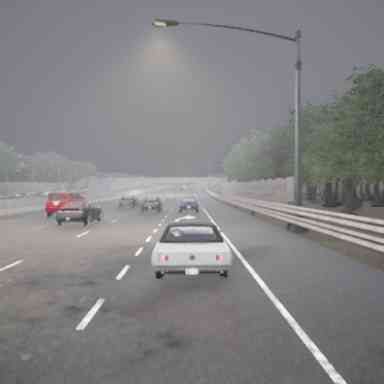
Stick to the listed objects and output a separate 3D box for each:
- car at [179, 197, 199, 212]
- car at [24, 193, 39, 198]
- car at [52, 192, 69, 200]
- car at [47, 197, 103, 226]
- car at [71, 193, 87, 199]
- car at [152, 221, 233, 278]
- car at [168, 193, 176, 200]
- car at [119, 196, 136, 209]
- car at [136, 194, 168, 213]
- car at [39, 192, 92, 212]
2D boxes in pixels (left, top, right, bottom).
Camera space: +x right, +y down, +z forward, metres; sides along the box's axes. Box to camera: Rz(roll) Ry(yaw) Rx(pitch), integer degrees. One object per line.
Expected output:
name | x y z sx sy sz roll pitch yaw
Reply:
car | -0.311 1.221 33.255 1.812 1.442 4.674 0 1 -1
car | -32.129 0.934 67.451 1.837 1.490 4.892 0 1 0
car | -28.641 0.801 72.735 1.837 1.490 4.892 0 1 0
car | -7.185 1.328 21.634 2.128 1.511 4.902 0 1 -1
car | -25.143 0.843 74.105 1.895 1.301 4.718 0 1 0
car | -0.029 1.512 9.835 1.895 1.301 4.718 0 1 -1
car | -4.123 0.877 65.722 1.812 1.442 4.674 0 1 0
car | -7.367 1.163 39.242 2.128 1.511 4.902 0 1 -1
car | -3.913 1.204 33.176 2.128 1.511 4.902 0 1 -1
car | -10.781 1.004 28.946 2.150 2.045 5.566 0 1 -1
